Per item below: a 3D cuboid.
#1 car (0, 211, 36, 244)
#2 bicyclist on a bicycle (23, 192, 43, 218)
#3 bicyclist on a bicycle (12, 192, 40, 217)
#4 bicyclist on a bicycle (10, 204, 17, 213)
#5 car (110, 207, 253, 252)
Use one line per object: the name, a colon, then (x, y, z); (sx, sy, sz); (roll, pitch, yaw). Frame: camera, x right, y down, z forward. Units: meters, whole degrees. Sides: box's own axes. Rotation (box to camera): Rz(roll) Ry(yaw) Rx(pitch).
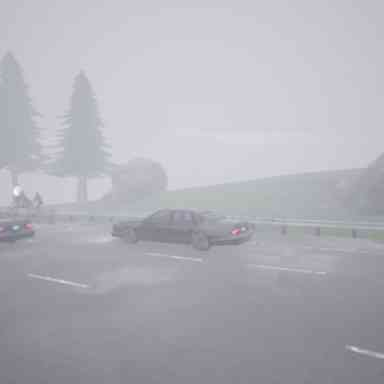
car: (-8.552, 1.293, 12.609); (5.357, 1.411, 2.033); (0, 1, 21)
bicyclist on a bicycle: (-10.331, 0.862, 22.113); (0.582, 1.620, 1.656); (2, -17, 10)
bicyclist on a bicycle: (-11.029, 0.558, 21.701); (0.582, 1.620, 1.656); (-37, -5, -14)
bicyclist on a bicycle: (-11.475, 0.790, 22.456); (0.582, 1.620, 1.656); (-5, -25, 18)
car: (-0.484, 1.287, 12.470); (5.357, 1.411, 2.033); (1, 1, 28)
